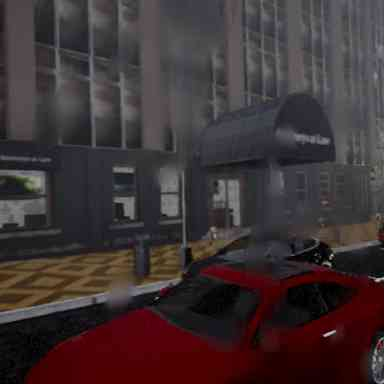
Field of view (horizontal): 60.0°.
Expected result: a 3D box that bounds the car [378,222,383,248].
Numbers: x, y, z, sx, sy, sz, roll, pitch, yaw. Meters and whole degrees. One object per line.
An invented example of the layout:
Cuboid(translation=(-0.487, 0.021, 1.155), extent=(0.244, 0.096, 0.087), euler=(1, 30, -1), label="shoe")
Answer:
Cuboid(translation=(10.024, 1.450, 14.377), extent=(5.009, 1.841, 2.192), euler=(0, -2, -37), label="car")

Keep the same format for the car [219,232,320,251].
Cuboid(translation=(1.779, 1.705, 8.134), extent=(4.313, 1.339, 1.947), euler=(0, -2, -37), label="car")

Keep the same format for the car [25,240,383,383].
Cuboid(translation=(0.640, 1.596, 3.830), extent=(4.674, 1.442, 1.812), euler=(0, -1, -36), label="car")
